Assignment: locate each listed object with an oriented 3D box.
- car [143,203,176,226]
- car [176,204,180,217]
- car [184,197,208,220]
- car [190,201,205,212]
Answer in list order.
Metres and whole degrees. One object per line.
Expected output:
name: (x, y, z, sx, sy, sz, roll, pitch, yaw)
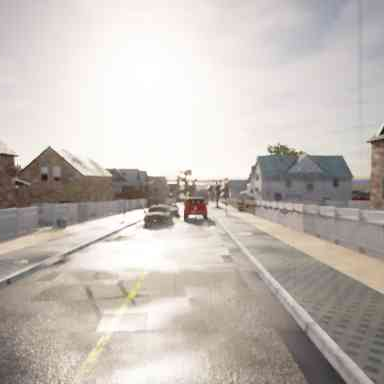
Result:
car: (-2.509, 1.780, 25.396, 1.837, 1.490, 4.892, 0, -1, 1)
car: (-2.294, 1.885, 35.641, 2.033, 1.411, 5.357, 0, -1, 1)
car: (0.369, 1.519, 31.618, 2.150, 2.045, 5.566, 0, -1, 1)
car: (0.793, 2.024, 45.898, 1.994, 1.385, 4.181, 0, -1, 2)
